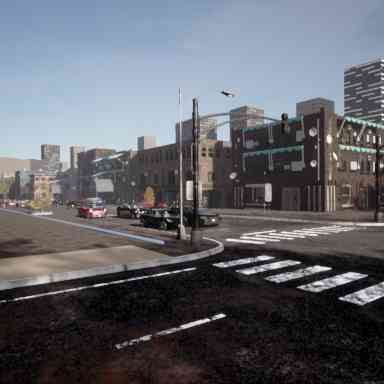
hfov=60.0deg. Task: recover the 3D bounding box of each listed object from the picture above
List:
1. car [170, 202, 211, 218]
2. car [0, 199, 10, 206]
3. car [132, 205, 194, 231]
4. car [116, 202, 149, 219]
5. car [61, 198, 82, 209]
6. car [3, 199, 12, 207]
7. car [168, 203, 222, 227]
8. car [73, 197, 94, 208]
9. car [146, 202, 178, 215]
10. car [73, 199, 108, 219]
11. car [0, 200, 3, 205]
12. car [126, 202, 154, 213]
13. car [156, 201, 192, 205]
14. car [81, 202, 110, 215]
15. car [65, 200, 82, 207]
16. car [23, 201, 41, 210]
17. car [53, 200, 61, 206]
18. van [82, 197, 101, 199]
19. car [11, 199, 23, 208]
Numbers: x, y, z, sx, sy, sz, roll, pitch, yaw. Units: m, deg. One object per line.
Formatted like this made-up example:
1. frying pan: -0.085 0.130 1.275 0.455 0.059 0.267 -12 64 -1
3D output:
1. car: -0.228 1.810 34.720 2.008 1.369 4.403 -2 0 -37
2. car: -46.696 2.598 82.912 1.887 1.381 4.507 -1 0 -37
3. car: -2.045 1.815 22.948 1.947 1.339 4.313 -2 0 -37
4. car: -5.718 1.825 32.412 2.128 1.511 4.902 -1 0 -37
5. car: -20.459 2.126 57.482 1.837 1.490 4.892 -1 0 -37
6. car: -40.073 2.380 74.043 1.967 1.590 4.097 -1 0 -37
7. car: 0.262 1.783 24.384 1.994 1.385 4.181 -1 0 -38
8. car: -20.112 1.940 61.324 2.192 1.841 5.009 -1 0 -37
9. car: -3.541 1.904 39.155 1.802 1.307 4.206 -2 0 -37
10. car: -10.256 1.847 34.136 1.967 1.590 4.097 -2 0 -37
11. car: -43.383 2.547 78.478 2.008 1.369 4.403 -1 0 -37
12. car: -6.853 1.966 43.588 1.802 1.307 4.206 -2 0 -37
13. car: -1.479 1.621 32.029 2.097 1.767 4.553 -1 0 -36
14. car: -11.839 1.975 40.619 1.812 1.442 4.674 -1 0 -36
15. car: -23.419 2.228 65.759 1.887 1.381 4.507 -1 0 -37
16. car: -26.717 2.233 56.171 1.752 1.417 4.829 -1 0 -37
17. car: -30.045 2.364 74.628 1.947 1.339 4.313 -1 0 -37
18. van: -16.798 1.907 56.890 1.690 1.788 3.998 -1 0 -37
19. car: -33.445 2.376 65.176 2.008 1.369 4.403 -1 0 -37
